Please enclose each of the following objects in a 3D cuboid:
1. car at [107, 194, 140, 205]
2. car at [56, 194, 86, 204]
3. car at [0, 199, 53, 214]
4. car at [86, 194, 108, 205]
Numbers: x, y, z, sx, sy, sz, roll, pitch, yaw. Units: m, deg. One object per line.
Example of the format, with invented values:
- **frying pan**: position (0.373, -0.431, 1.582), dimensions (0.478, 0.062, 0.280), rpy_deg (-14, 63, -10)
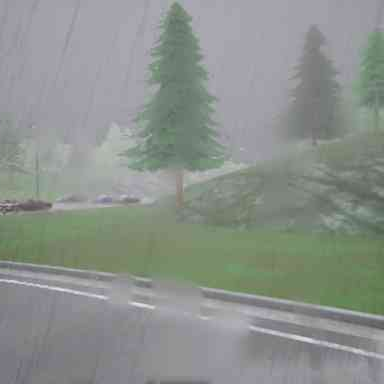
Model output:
- **car**: position (-9.045, 1.022, 45.784), dimensions (1.812, 1.442, 4.674), rpy_deg (0, 1, 27)
- **car**: position (-18.314, 1.012, 50.664), dimensions (2.128, 1.511, 4.902), rpy_deg (0, 1, 28)
- **car**: position (-16.026, 1.334, 32.223), dimensions (1.895, 1.301, 4.718), rpy_deg (0, 1, 27)
- **car**: position (-12.262, 1.034, 47.175), dimensions (1.812, 1.442, 4.674), rpy_deg (0, 1, 27)
